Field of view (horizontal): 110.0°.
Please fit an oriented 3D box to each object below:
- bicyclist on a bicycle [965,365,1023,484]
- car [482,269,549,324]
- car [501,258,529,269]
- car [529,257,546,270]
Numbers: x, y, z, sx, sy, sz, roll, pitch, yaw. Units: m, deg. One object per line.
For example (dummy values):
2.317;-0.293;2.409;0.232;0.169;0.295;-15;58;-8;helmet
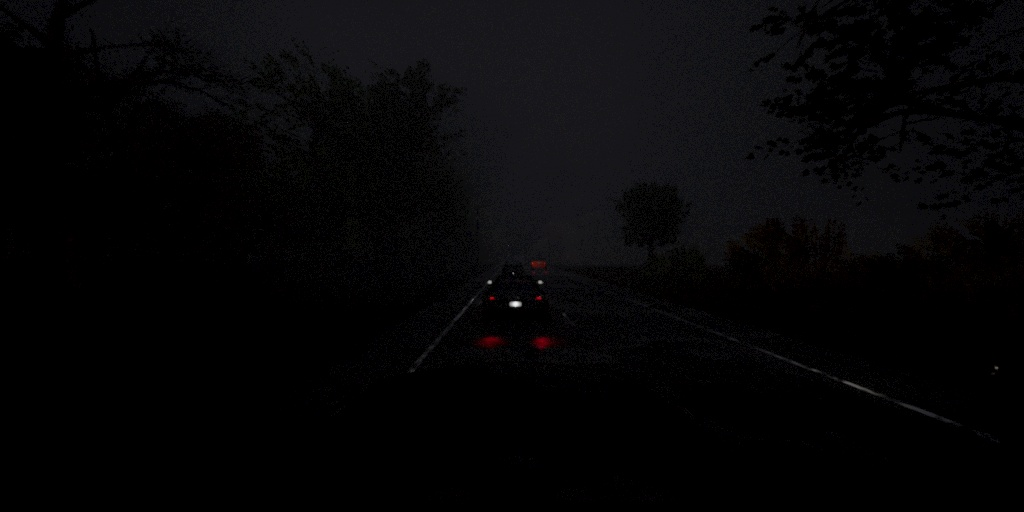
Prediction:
4.466;1.200;2.715;0.582;1.620;1.656;0;0;0;bicyclist on a bicycle
0.100;1.285;11.833;1.994;1.385;4.181;0;0;0;car
0.098;1.159;31.104;2.128;1.511;4.902;0;0;0;car
3.596;0.968;50.048;2.097;1.767;4.553;0;0;0;car
